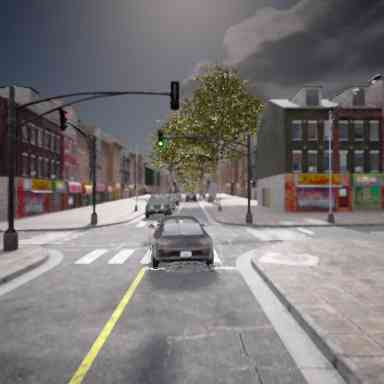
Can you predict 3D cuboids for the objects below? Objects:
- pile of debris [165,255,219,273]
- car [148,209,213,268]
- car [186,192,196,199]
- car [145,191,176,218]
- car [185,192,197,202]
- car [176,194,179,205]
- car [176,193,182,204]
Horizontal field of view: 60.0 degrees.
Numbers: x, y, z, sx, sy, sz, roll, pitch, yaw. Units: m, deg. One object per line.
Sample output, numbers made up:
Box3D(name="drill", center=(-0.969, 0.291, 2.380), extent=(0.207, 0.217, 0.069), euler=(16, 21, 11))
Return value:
Box3D(name="pile of debris", center=(-0.024, 2.181, 10.158), extent=(1.500, 0.140, 1.860), euler=(0, 0, -1))
Box3D(name="car", center=(-0.481, 1.527, 11.304), extent=(1.812, 1.442, 4.674), euler=(0, 0, -8))
Box3D(name="car", center=(-0.178, 0.751, 71.196), extent=(1.994, 1.385, 4.181), euler=(0, 1, 0))
Box3D(name="car", center=(-2.909, 1.191, 30.222), extent=(2.150, 2.045, 5.566), euler=(0, 0, 0))
Box3D(name="car", center=(-0.152, 0.872, 61.123), extent=(2.097, 1.767, 4.553), euler=(0, 1, 0))
Box3D(name="car", center=(-2.942, 1.361, 40.091), extent=(1.837, 1.490, 4.892), euler=(0, 1, 0))
Box3D(name="car", center=(-2.941, 1.055, 49.773), extent=(2.097, 1.767, 4.553), euler=(0, 1, 0))
